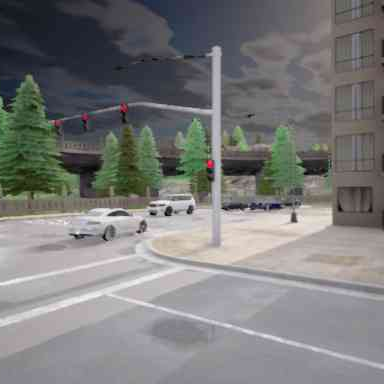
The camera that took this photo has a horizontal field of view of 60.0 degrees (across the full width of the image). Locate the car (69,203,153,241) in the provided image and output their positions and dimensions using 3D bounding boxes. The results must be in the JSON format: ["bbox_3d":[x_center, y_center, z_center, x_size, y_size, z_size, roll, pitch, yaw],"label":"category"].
[{"bbox_3d":[-4.008,1.495,16.423,1.812,1.442,4.674,-1,0,22],"label":"car"}]

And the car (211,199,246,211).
[{"bbox_3d":[4.603,1.532,40.060,2.033,1.411,5.357,0,0,44],"label":"car"}]

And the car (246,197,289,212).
[{"bbox_3d":[8.920,1.328,39.120,4.553,1.767,2.097,0,0,-43],"label":"car"}]

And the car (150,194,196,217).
[{"bbox_3d":[-1.880,1.207,32.078,2.150,2.045,5.566,0,0,37],"label":"car"}]

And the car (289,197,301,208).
[{"bbox_3d":[12.918,1.483,46.305,4.892,1.490,1.837,0,0,-27],"label":"car"}]
